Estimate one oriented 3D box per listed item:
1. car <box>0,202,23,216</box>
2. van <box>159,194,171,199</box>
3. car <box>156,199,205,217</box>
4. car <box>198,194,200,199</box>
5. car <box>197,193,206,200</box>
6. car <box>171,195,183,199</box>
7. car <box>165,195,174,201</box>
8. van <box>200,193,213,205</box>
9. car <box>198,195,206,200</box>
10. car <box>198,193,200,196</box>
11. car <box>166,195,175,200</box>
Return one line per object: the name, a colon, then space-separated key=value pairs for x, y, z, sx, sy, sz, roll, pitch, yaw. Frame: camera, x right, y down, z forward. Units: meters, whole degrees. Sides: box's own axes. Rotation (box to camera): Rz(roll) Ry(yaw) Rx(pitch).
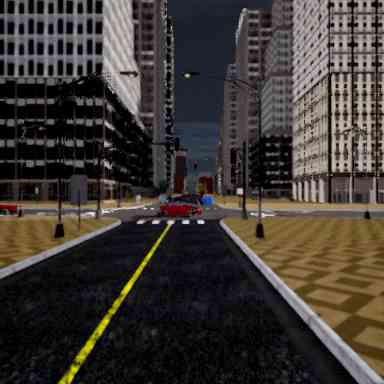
car: x=-17.831 y=1.455 z=29.950 sx=4.718 sy=1.301 sz=1.895 roll=1 pitch=0 yaw=-1
van: x=-5.797 y=1.335 z=67.399 sx=1.690 sy=1.788 sz=3.998 roll=0 pitch=0 yaw=0
car: x=-1.160 y=1.566 z=30.305 sx=4.181 sy=1.385 sz=1.994 roll=0 pitch=0 yaw=-1
car: x=2.587 y=1.539 z=61.835 sx=1.887 sy=1.381 sz=4.507 roll=0 pitch=0 yaw=0
car: x=2.675 y=1.303 z=95.069 sx=2.192 sy=1.841 sz=5.009 roll=0 pitch=0 yaw=0
car: x=-3.090 y=1.546 z=73.762 sx=1.994 sy=1.385 sz=4.181 roll=0 pitch=0 yaw=0
car: x=-5.743 y=1.557 z=84.017 sx=1.947 sy=1.339 sz=4.313 roll=0 pitch=0 yaw=0
van: x=2.660 y=1.336 z=56.297 sx=1.690 sy=1.788 sz=3.998 roll=0 pitch=0 yaw=0
car: x=2.656 y=1.534 z=89.529 sx=1.887 sy=1.381 sz=4.507 roll=0 pitch=0 yaw=0
car: x=2.639 y=1.306 z=83.989 sx=2.192 sy=1.841 sz=5.009 roll=0 pitch=0 yaw=0
car: x=-5.724 y=1.541 z=89.556 sx=2.008 sy=1.369 sz=4.403 roll=0 pitch=0 yaw=0
